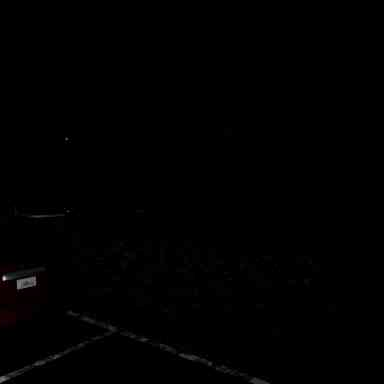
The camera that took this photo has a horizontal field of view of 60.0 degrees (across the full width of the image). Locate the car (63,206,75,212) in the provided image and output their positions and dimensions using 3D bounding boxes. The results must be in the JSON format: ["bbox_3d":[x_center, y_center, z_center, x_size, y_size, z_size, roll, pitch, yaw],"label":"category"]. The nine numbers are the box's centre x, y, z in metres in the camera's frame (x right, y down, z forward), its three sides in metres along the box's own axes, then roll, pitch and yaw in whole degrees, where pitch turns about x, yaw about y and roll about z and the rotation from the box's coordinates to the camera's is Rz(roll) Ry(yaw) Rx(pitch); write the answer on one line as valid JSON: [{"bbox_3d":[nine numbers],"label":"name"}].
[{"bbox_3d":[-12.196,1.837,37.970,1.895,1.301,4.718,-1,-1,36],"label":"car"}]

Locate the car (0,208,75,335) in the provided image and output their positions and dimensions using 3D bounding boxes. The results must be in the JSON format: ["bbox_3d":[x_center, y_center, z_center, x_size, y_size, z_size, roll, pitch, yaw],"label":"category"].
[{"bbox_3d":[-4.171,1.316,5.927,5.009,1.841,2.192,0,-1,36],"label":"car"}]

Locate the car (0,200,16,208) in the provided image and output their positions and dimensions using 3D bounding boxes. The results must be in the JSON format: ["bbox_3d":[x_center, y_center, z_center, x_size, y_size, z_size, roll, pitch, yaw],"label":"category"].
[{"bbox_3d":[-18.271,1.502,29.784,2.097,1.767,4.553,-1,-1,37],"label":"car"}]
